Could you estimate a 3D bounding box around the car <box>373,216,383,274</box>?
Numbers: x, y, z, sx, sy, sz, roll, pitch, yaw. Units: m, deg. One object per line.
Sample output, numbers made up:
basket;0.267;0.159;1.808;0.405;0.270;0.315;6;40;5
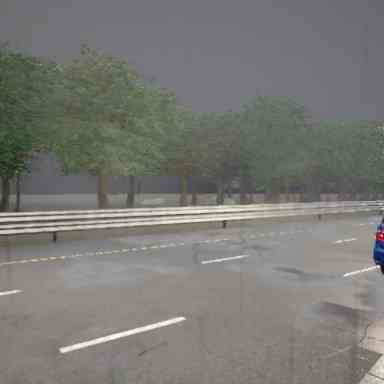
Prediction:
car;7.074;1.222;8.916;5.566;2.045;2.150;0;0;-35
